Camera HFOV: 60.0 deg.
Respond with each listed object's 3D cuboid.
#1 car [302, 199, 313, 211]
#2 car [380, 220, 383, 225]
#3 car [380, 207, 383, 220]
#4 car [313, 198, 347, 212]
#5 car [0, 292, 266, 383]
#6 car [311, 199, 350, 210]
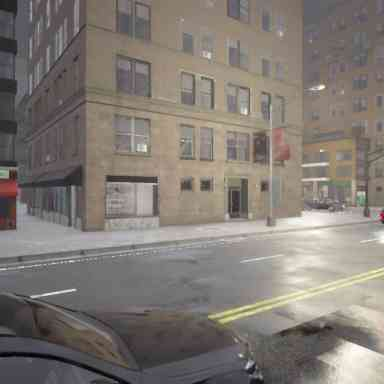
[{"bbox_3d":[11.517,1.422,39.014,1.967,1.590,4.097,0,0,-35],"label":"car"},{"bbox_3d":[6.804,1.478,8.297,5.008,1.535,1.882,0,0,-36],"label":"car"},{"bbox_3d":[14.831,1.223,22.256,5.566,2.045,2.150,0,0,-36],"label":"car"},{"bbox_3d":[15.159,1.484,38.252,2.128,1.511,4.902,0,0,-35],"label":"car"},{"bbox_3d":[-1.509,1.526,2.363,4.674,1.442,1.812,0,0,-35],"label":"car"},{"bbox_3d":[18.072,1.579,43.642,1.947,1.339,4.313,0,0,-35],"label":"car"}]
